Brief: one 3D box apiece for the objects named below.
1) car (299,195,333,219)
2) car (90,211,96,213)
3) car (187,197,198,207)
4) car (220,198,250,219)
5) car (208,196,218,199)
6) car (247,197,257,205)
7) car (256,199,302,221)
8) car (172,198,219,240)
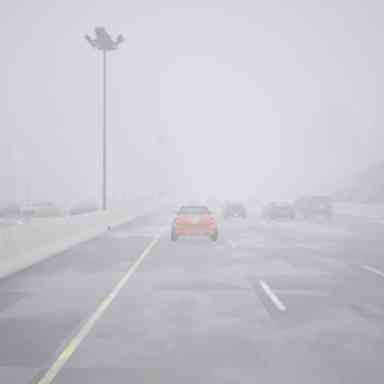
[{"bbox_3d":[10.619,1.290,29.803,2.150,2.045,5.566,0,0,0],"label":"car"},{"bbox_3d":[-10.553,1.641,33.204,1.994,1.385,4.181,0,0,0],"label":"car"},{"bbox_3d":[0.139,1.653,55.958,1.812,1.442,4.674,0,0,0],"label":"car"},{"bbox_3d":[3.622,1.573,29.416,1.837,1.490,4.892,0,0,0],"label":"car"},{"bbox_3d":[3.641,1.487,59.483,2.097,1.767,4.553,0,0,0],"label":"car"},{"bbox_3d":[10.640,1.625,59.007,2.128,1.511,4.902,0,0,0],"label":"car"},{"bbox_3d":[7.117,1.555,27.776,2.128,1.511,4.902,0,0,0],"label":"car"},{"bbox_3d":[0.112,1.391,17.331,2.097,1.767,4.553,0,0,0],"label":"car"}]
